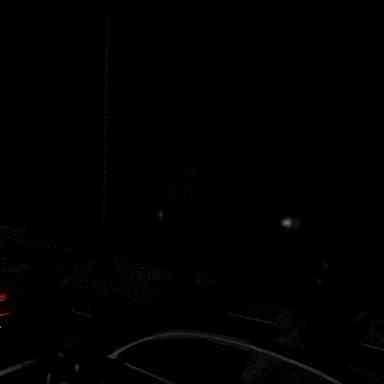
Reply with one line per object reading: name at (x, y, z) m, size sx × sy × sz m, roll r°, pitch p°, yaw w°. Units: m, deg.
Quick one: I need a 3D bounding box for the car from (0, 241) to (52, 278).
car at (-3.882, 1.573, 6.161) m, size 4.206 × 1.307 × 1.802 m, roll 0°, pitch 0°, yaw 38°

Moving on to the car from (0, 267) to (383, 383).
car at (0.460, 1.568, 2.738) m, size 4.403 × 1.369 × 2.008 m, roll 0°, pitch 0°, yaw 38°
